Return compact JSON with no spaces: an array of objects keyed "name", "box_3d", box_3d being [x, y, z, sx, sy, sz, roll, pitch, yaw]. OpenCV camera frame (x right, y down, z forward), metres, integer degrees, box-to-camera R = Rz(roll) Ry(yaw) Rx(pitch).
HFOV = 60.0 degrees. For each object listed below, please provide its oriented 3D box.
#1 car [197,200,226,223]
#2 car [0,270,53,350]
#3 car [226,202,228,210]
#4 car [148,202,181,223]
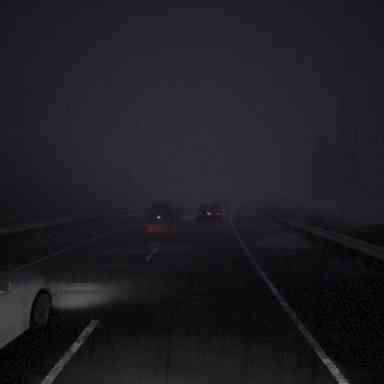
[{"name":"car","box_3d":[1.406,1.552,25.428,2.033,1.411,5.357,0,0,5]},{"name":"car","box_3d":[-3.311,1.523,3.770,1.812,1.442,4.674,0,0,1]},{"name":"car","box_3d":[3.604,1.610,42.516,1.895,1.301,4.718,0,0,9]},{"name":"car","box_3d":[-2.070,1.506,25.584,1.837,1.490,4.892,0,0,5]}]
